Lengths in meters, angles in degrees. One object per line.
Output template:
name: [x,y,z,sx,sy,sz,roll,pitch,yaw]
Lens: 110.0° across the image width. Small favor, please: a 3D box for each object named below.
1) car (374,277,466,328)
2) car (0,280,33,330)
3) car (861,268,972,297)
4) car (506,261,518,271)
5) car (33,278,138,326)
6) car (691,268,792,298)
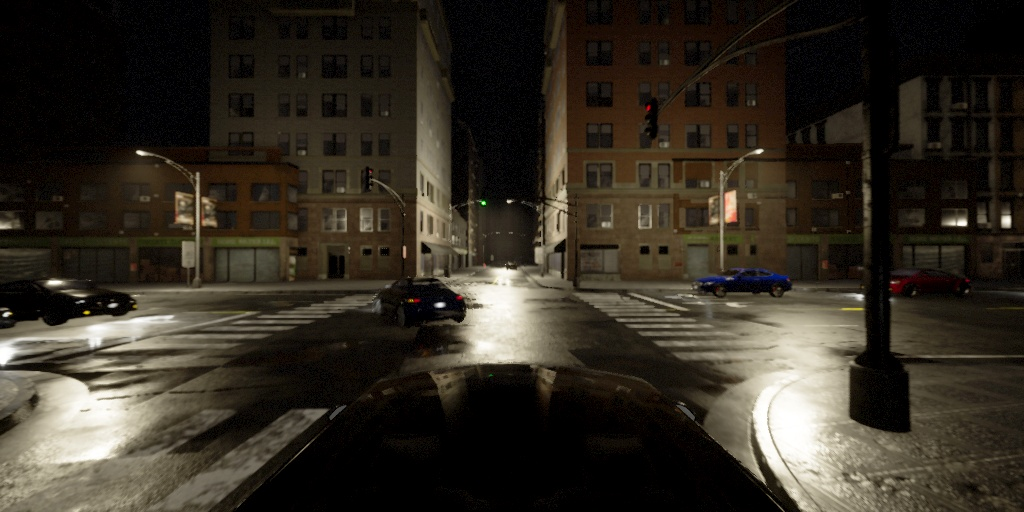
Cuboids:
car: [-3.167,1.393,11.994,1.994,1.385,4.181,0,-1,-33]
car: [-15.474,1.403,8.494,5.357,1.411,2.033,0,0,0]
car: [20.876,1.345,18.640,4.181,1.385,1.994,0,0,0]
car: [-0.050,1.728,61.284,2.128,1.511,4.902,0,0,0]
car: [-15.063,1.442,11.745,4.181,1.385,1.994,0,0,0]
car: [11.836,1.340,18.595,4.674,1.442,1.812,0,0,0]
